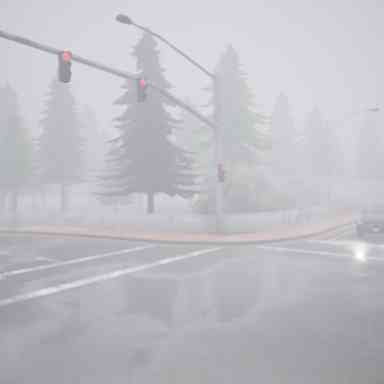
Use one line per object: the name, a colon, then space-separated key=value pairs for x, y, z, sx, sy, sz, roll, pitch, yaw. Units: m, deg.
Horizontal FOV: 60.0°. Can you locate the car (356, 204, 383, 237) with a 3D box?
car: x=9.339 y=1.304 z=15.995 sx=1.812 sy=1.442 sz=4.674 roll=-1 pitch=0 yaw=40
